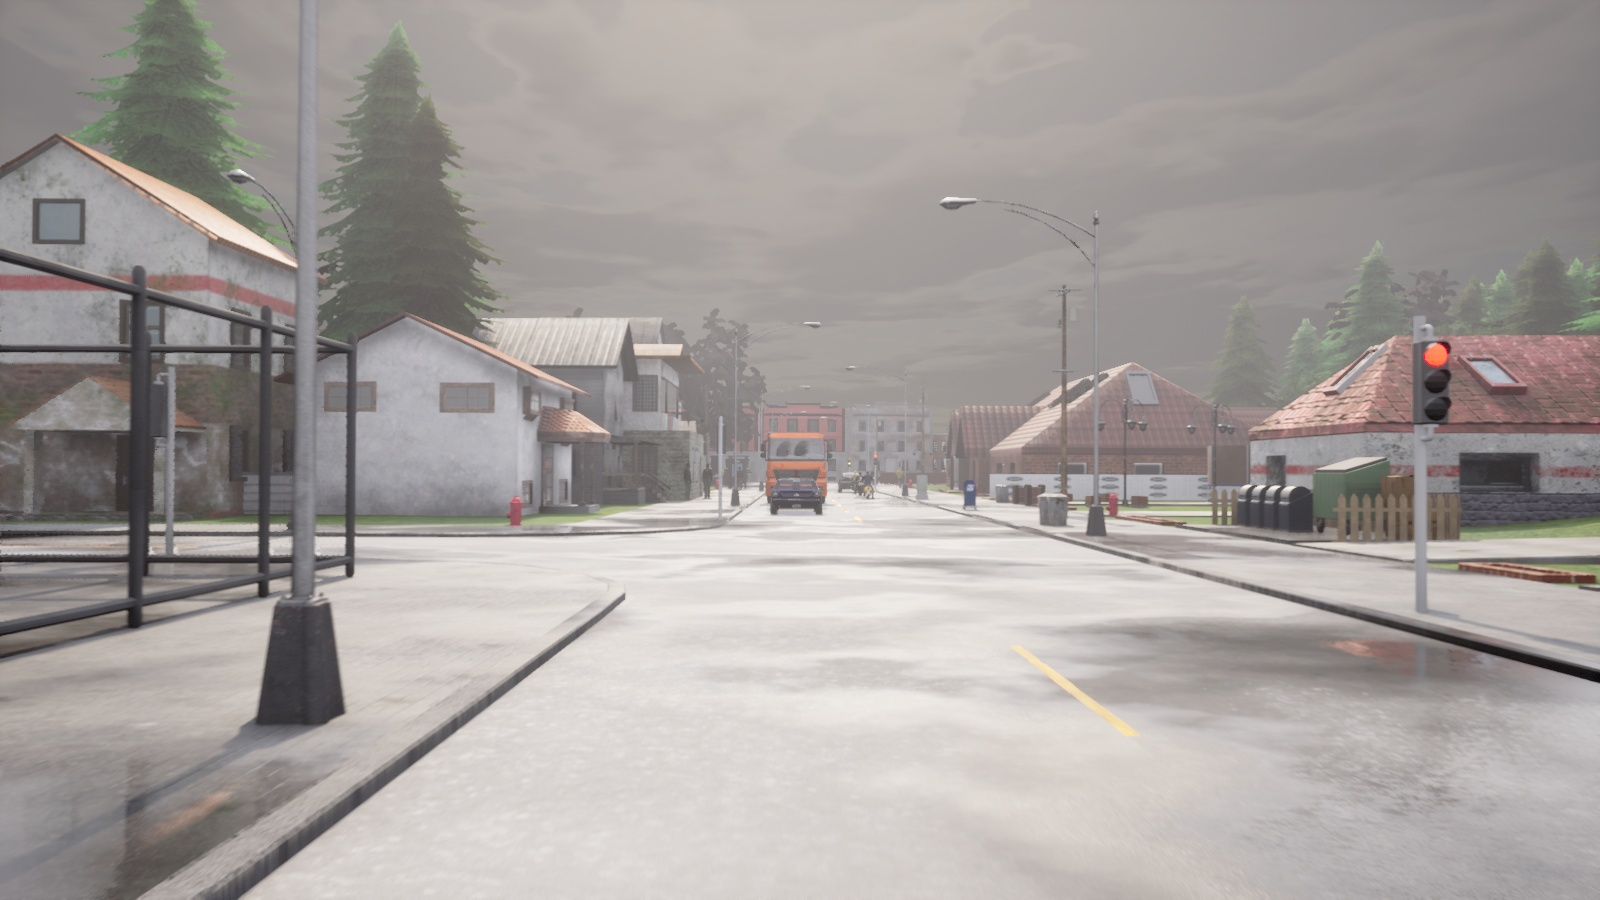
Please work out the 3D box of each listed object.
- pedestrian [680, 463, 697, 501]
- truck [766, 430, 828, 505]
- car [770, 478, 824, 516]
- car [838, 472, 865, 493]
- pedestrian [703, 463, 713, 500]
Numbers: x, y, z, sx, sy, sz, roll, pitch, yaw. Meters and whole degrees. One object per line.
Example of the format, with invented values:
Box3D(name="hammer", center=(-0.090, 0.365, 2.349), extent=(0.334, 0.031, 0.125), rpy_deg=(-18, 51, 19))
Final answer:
Box3D(name="pedestrian", center=(-5.469, 1.578, 61.649), extent=(0.703, 1.840, 0.431), rpy_deg=(0, -1, -25))
Box3D(name="truck", center=(-0.172, 0.885, 62.799), extent=(2.891, 3.462, 7.936), rpy_deg=(0, -1, 0))
Box3D(name="car", center=(-0.131, 1.697, 46.669), extent=(1.895, 1.301, 4.718), rpy_deg=(0, -1, -1))
Box3D(name="car", center=(3.741, 2.351, 92.389), extent=(1.837, 1.490, 4.892), rpy_deg=(0, -1, 0))
Box3D(name="pedestrian", center=(-4.813, 1.643, 65.667), extent=(0.402, 1.930, 0.666), rpy_deg=(0, -1, 9))
